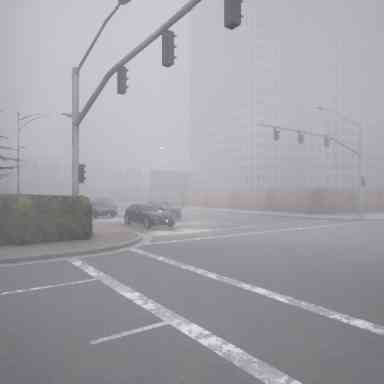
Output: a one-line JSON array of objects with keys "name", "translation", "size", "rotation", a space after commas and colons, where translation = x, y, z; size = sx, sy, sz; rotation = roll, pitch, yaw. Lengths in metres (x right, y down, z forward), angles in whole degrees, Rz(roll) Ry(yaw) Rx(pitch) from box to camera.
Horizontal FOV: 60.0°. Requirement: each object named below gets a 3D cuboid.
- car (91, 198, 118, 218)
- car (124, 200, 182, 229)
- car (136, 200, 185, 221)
[{"name": "car", "translation": [-8.513, 1.547, 30.066], "size": [2.033, 1.411, 5.357], "rotation": [0, 0, -35]}, {"name": "car", "translation": [-2.903, 1.505, 22.098], "size": [1.837, 1.490, 4.892], "rotation": [0, 0, -35]}, {"name": "car", "translation": [-2.762, 1.478, 27.978], "size": [1.882, 1.535, 5.008], "rotation": [0, 0, -35]}]
